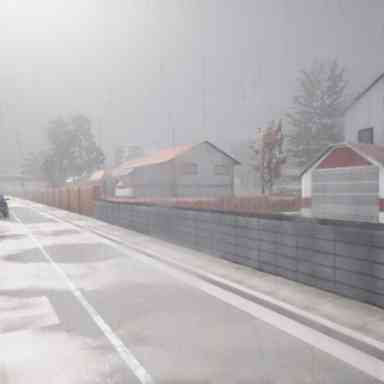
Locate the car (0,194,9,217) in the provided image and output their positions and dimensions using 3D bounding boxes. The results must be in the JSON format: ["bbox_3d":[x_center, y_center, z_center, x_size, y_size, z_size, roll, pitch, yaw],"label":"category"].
[{"bbox_3d":[-17.981,1.212,30.223,2.150,2.045,5.566,0,0,-30],"label":"car"}]

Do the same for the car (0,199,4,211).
[{"bbox_3d":[-24.316,1.554,40.916,1.994,1.385,4.181,0,0,-30],"label":"car"}]
